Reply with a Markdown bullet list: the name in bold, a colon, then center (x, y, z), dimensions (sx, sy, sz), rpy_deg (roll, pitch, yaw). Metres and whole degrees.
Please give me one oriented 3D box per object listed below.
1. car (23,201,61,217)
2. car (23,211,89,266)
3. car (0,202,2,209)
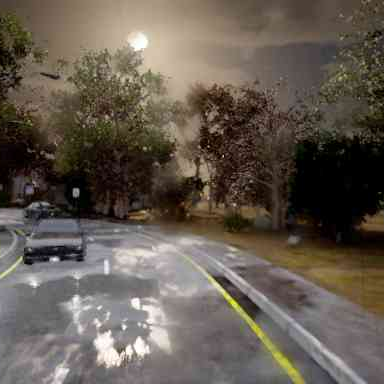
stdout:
- **car**: center (-13.255, 1.603, 29.262), dimensions (4.892, 1.490, 1.837), rpy_deg (-1, -1, 45)
- **car**: center (-4.951, 1.644, 12.411), dimensions (2.033, 1.411, 5.357), rpy_deg (0, -1, -19)
- **car**: center (-23.117, 1.334, 36.685), dimensions (4.902, 1.511, 2.128), rpy_deg (2, 0, 28)
